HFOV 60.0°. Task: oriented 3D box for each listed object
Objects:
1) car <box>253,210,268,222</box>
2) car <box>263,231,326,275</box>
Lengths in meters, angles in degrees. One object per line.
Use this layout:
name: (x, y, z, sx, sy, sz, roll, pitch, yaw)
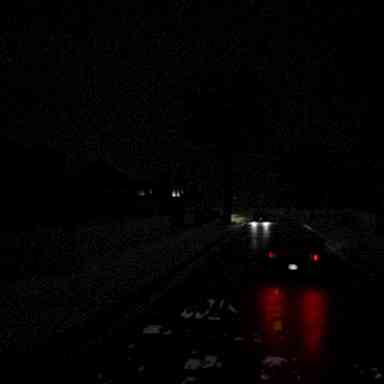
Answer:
car: (9.244, 3.257, 45.024, 1.837, 1.490, 4.892, -1, -2, 10)
car: (3.920, 2.079, 12.265, 1.895, 1.301, 4.718, -1, -2, 22)
